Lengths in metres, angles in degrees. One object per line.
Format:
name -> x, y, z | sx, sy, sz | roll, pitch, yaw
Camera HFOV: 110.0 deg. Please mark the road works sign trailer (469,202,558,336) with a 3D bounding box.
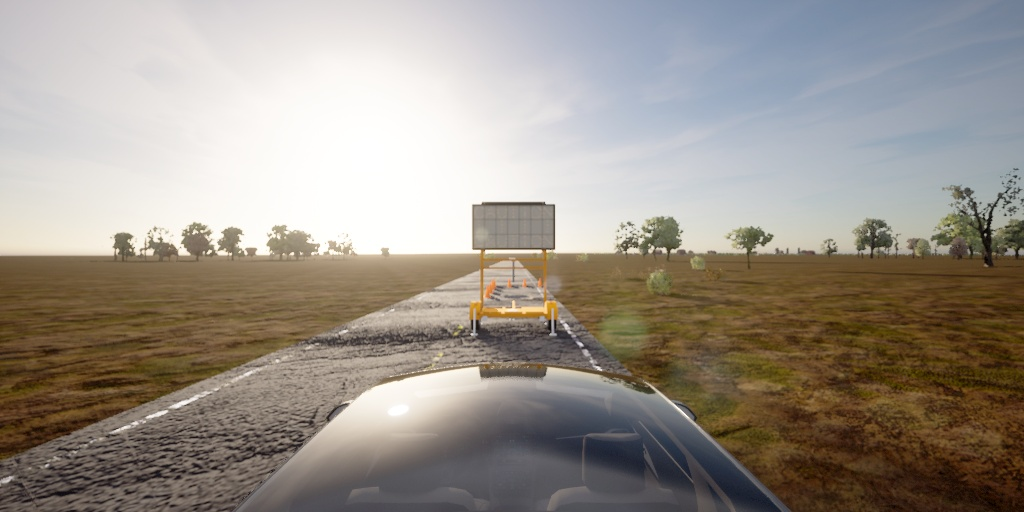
road works sign trailer -> 0.048, 0.229, 10.480 | 2.380, 3.560, 2.880 | 0, 0, 0
